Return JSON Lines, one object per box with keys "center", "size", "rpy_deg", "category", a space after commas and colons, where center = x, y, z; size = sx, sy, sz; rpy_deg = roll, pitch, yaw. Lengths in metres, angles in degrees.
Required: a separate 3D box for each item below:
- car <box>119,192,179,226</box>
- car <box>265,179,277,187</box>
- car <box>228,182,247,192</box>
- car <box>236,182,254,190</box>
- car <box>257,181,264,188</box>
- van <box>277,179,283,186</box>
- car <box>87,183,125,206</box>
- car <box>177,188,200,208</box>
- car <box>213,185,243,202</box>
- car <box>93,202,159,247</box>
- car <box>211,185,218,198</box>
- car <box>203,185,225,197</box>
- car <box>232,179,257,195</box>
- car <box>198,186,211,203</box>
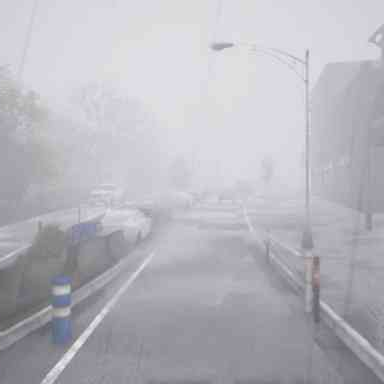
{"center": [-2.518, 1.124, 20.810], "size": [2.097, 1.535, 5.008], "rpy_deg": [1, 3, 8], "category": "car"}
{"center": [19.054, -2.025, 84.048], "size": [1.946, 1.575, 5.366], "rpy_deg": [-2, 2, 33], "category": "car"}
{"center": [8.761, -0.988, 64.024], "size": [2.231, 1.521, 4.892], "rpy_deg": [-3, 2, 24], "category": "car"}
{"center": [11.037, -1.251, 69.125], "size": [2.231, 1.521, 4.892], "rpy_deg": [-3, 2, 25], "category": "car"}
{"center": [13.493, -1.766, 74.166], "size": [2.435, 2.045, 5.566], "rpy_deg": [-3, 2, 27], "category": "car"}
{"center": [21.996, -2.478, 88.699], "size": [1.878, 1.987, 4.442], "rpy_deg": [-2, 2, 31], "category": "van"}
{"center": [-7.969, 0.186, 31.384], "size": [2.150, 2.045, 5.566], "rpy_deg": [0, 3, 4], "category": "car"}
{"center": [-0.936, 0.694, 31.216], "size": [2.002, 1.452, 4.674], "rpy_deg": [-1, 2, 11], "category": "car"}
{"center": [4.200, 0.339, 37.827], "size": [2.033, 1.411, 5.357], "rpy_deg": [0, 3, 14], "category": "car"}
{"center": [-2.941, 1.465, 14.690], "size": [2.002, 1.452, 4.674], "rpy_deg": [-2, 2, 3], "category": "car"}
{"center": [1.614, 0.073, 42.866], "size": [2.231, 1.521, 4.892], "rpy_deg": [0, 3, 15], "category": "car"}
{"center": [3.346, -0.235, 48.944], "size": [2.097, 1.535, 5.008], "rpy_deg": [0, 3, 17], "category": "car"}
{"center": [8.169, -0.685, 51.687], "size": [2.150, 2.045, 5.566], "rpy_deg": [0, 3, 19], "category": "car"}
{"center": [0.301, 0.362, 37.317], "size": [2.097, 1.535, 5.008], "rpy_deg": [0, 3, 13], "category": "car"}
